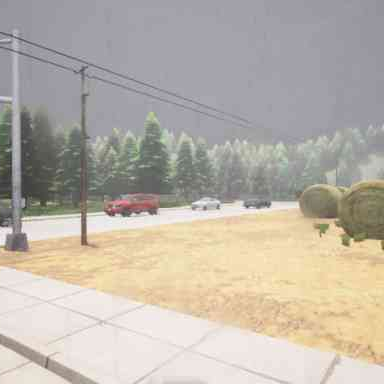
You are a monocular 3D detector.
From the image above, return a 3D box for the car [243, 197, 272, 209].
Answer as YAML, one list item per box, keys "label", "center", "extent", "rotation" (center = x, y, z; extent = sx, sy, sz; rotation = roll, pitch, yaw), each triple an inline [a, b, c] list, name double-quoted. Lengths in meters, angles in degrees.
- label: "car"
  center: [8.495, 1.411, 43.100]
  extent: [2.033, 1.411, 5.357]
  rotation: [0, 0, 37]

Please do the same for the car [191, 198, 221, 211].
- label: "car"
  center: [1.742, 1.432, 40.199]
  extent: [1.812, 1.442, 4.674]
  rotation: [0, 0, 37]

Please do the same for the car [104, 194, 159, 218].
- label: "car"
  center: [-5.405, 1.194, 30.596]
  extent: [2.150, 2.045, 5.566]
  rotation: [0, 0, 37]

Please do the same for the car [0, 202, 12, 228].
- label: "car"
  center: [-13.280, 1.391, 20.003]
  extent: [2.097, 1.767, 4.553]
  rotation: [0, 0, 37]
